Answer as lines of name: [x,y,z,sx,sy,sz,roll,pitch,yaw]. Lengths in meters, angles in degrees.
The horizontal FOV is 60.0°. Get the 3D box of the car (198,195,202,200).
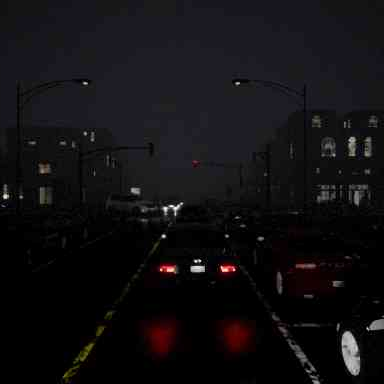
car: [2.649,1.590,63.130,1.802,1.307,4.206,0,0,0]

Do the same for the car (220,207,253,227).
car: [2.680,1.553,19.698,2.008,1.369,4.403,0,0,0]

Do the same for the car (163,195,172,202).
car: [-5.743,1.538,79.535,1.752,1.417,4.829,0,0,0]

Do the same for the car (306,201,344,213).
car: [14.784,1.653,37.283,4.181,1.385,1.994,0,0,1]

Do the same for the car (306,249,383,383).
car: [2.692,1.551,2.622,2.008,1.369,4.403,0,0,0]

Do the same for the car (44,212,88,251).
car: [-5.697,1.552,14.017,2.008,1.369,4.403,0,0,0]

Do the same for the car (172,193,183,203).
car: [-3.052,1.236,72.142,2.150,2.045,5.566,0,0,0]

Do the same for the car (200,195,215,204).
car: [2.657,1.572,52.088,1.947,1.339,4.313,0,0,0]

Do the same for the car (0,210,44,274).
car: [-5.692,1.441,8.325,1.967,1.590,4.097,0,0,0]

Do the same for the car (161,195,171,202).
car: [-5.739,1.451,74.183,1.967,1.590,4.097,0,0,0]

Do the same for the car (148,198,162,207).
car: [-5.724,1.588,52.095,1.802,1.307,4.206,0,0,0]

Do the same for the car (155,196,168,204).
car: [-5.732,1.559,63.138,2.008,1.369,4.403,0,0,0]

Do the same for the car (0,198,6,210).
car: [-25.480,1.447,40.470,4.829,1.417,1.752,0,-1,1]

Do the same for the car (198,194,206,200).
car: [2.630,1.458,90.741,1.967,1.590,4.097,0,0,0]

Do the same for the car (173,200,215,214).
car: [0.086,1.480,19.461,1.882,1.535,5.008,0,0,0]

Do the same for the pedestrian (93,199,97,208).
pedestrian: [-12.583,1.415,43.222,0.375,1.300,0.375,0,-1,1]

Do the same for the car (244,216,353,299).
car: [2.688,1.546,8.314,1.887,1.381,4.507,0,0,0]

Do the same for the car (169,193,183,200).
car: [-3.110,1.499,61.486,2.128,1.511,4.902,0,0,0]

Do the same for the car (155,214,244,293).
car: [0.098,1.548,8.997,2.033,1.411,5.357,0,0,0]

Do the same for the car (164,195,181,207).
car: [-3.145,1.532,51.134,1.812,1.442,4.674,0,0,1]

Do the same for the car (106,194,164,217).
car: [-5.783,1.227,31.730,5.566,2.045,2.150,0,-2,36]

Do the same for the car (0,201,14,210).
car: [-21.170,1.386,34.613,5.008,1.535,1.882,0,0,1]
